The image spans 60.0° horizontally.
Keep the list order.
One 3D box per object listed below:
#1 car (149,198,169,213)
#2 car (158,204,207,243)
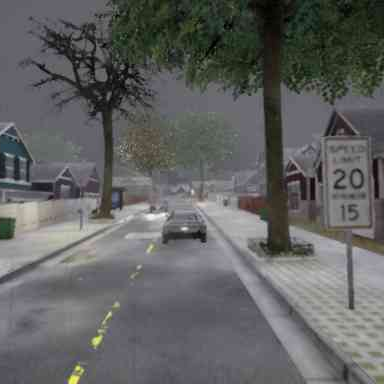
[{"bbox_3d":[-3.586,1.422,36.749,2.128,1.511,4.902,-1,0,-1],"label":"car"},{"bbox_3d":[-0.355,1.499,15.855,1.994,1.385,4.181,-1,0,-1],"label":"car"}]
